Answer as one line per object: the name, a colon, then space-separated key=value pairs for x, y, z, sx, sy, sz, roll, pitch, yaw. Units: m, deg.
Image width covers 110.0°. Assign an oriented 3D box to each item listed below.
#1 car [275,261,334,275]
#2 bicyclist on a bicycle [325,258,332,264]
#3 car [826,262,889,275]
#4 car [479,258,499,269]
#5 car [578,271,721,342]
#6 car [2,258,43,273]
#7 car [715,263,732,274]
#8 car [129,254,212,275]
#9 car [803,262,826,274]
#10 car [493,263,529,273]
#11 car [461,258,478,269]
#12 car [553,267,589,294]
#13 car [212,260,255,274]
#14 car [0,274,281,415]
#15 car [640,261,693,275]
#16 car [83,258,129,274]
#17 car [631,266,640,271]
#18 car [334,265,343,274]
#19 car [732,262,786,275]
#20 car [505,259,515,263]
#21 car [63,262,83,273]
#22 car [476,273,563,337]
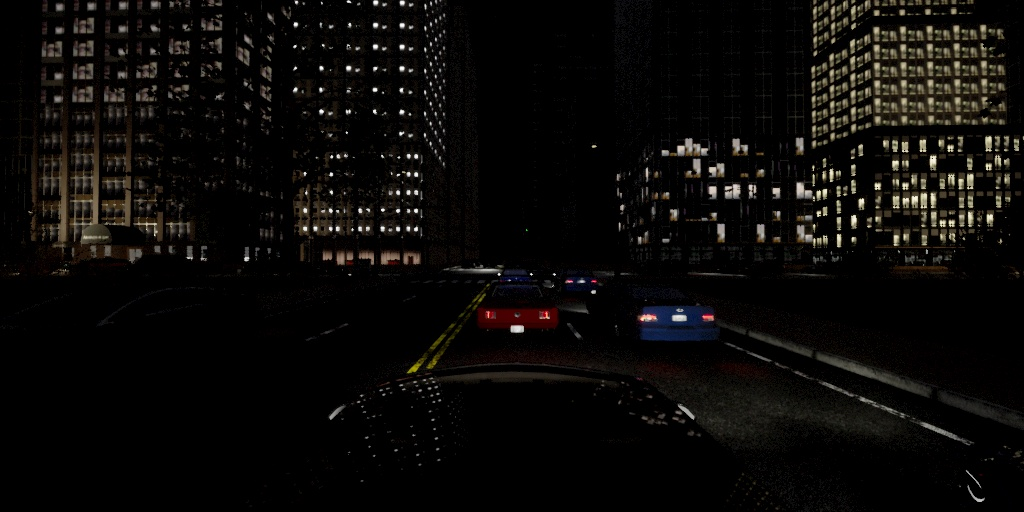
car: x=-20.168 y=1.177 z=34.495 sx=4.674 sy=1.442 sz=1.812 roll=0 pitch=-1 yaw=2
bicyclist on a bicycle: x=-24.937 y=1.147 z=48.779 sx=0.582 sy=1.620 sz=1.656 roll=0 pitch=-1 yaw=2
car: x=37.615 y=1.298 z=38.759 sx=5.008 sy=1.535 sz=1.882 roll=0 pitch=-1 yaw=2
car: x=-3.629 y=1.220 z=57.650 sx=2.128 sy=1.511 sz=4.902 roll=0 pitch=0 yaw=-1
car: x=3.384 y=1.299 z=9.742 sx=2.033 sy=1.411 sz=5.357 roll=0 pitch=0 yaw=0
car: x=-50.728 y=1.155 z=35.619 sx=5.357 sy=1.411 sz=2.033 roll=0 pitch=-1 yaw=3
car: x=26.406 y=1.418 z=42.370 sx=4.181 sy=1.385 sz=1.994 roll=0 pitch=-1 yaw=2
car: x=-33.192 y=0.855 z=34.953 sx=5.566 sy=2.045 sz=2.150 roll=0 pitch=-1 yaw=2
car: x=36.939 y=1.392 z=42.032 sx=4.674 sy=1.442 sz=1.812 roll=0 pitch=-1 yaw=2
car: x=0.184 y=1.299 z=20.074 sx=2.033 sy=1.411 sz=5.357 roll=0 pitch=0 yaw=0
car: x=-6.863 y=1.234 z=56.800 sx=1.837 sy=1.490 sz=4.892 roll=0 pitch=0 yaw=0
car: x=3.434 y=1.299 z=20.036 sx=2.033 sy=1.411 sz=5.357 roll=0 pitch=0 yaw=0
car: x=-29.822 y=1.162 z=38.084 sx=5.008 sy=1.535 sz=1.882 roll=0 pitch=-1 yaw=2
car: x=-6.580 y=1.242 z=6.053 sx=2.128 sy=1.511 sz=4.902 roll=0 pitch=0 yaw=0
car: x=17.212 y=1.288 z=39.413 sx=4.902 sy=1.511 sz=2.128 roll=0 pitch=-1 yaw=2
car: x=-42.411 y=1.022 z=38.539 sx=4.553 sy=1.767 sz=2.097 roll=0 pitch=-1 yaw=2
car: x=17.037 y=1.390 z=42.669 sx=5.357 sy=1.411 sz=2.033 roll=0 pitch=-1 yaw=2
car: x=-19.812 y=1.262 z=37.732 sx=4.181 sy=1.385 sz=1.994 roll=0 pitch=-1 yaw=2
car: x=27.176 y=1.334 z=39.086 sx=4.674 sy=1.442 sz=1.812 roll=0 pitch=-1 yaw=2
car: x=-0.327 y=1.287 z=64.894 sx=1.994 sy=1.385 sz=4.181 roll=0 pitch=0 yaw=0
car: x=-49.017 y=1.209 z=42.140 sx=4.892 sy=1.490 sz=1.837 roll=0 pitch=-1 yaw=3
car: x=0.137 y=1.352 z=10.297 sx=1.895 sy=1.301 sz=4.718 roll=0 pitch=0 yaw=0
